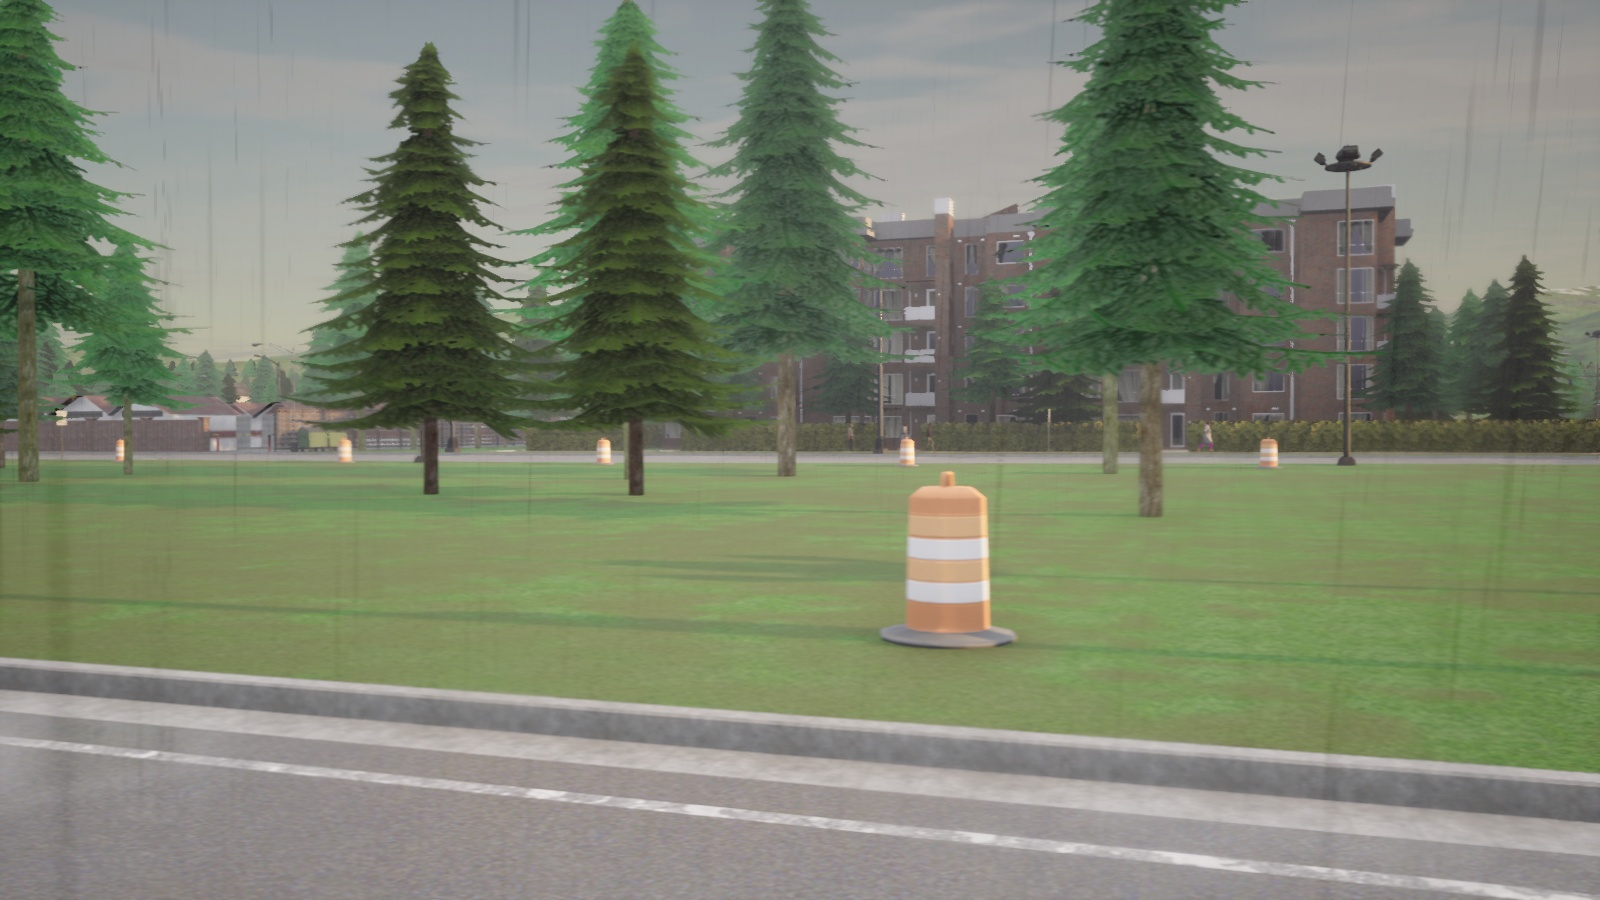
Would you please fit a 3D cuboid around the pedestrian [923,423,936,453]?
[{"bbox_3d":[7.947,-0.750,77.166,0.703,1.840,0.431,1,1,20],"label":"pedestrian"}]

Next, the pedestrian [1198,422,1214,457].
[{"bbox_3d":[23.298,-0.611,72.067,0.873,1.952,0.659,1,1,20],"label":"pedestrian"}]
